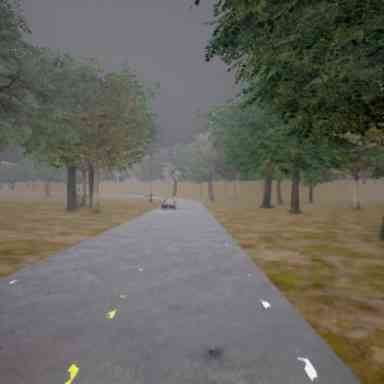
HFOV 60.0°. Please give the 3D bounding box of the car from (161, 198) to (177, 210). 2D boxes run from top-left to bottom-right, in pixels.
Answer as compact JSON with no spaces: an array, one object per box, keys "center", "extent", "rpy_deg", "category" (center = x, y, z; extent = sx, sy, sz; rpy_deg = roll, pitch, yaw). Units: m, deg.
[{"center":[-3.082,1.575,44.560],"extent":[1.882,1.535,5.008],"rpy_deg":[0,0,0],"category":"car"}]
